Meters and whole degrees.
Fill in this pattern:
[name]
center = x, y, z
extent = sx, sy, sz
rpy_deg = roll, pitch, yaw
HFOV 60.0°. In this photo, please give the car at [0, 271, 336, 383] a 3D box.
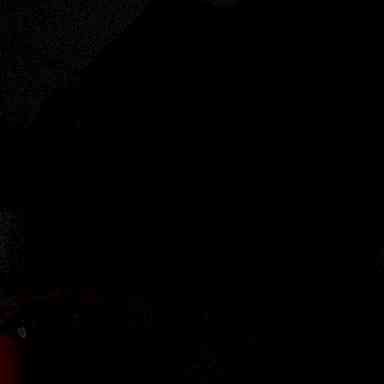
[car]
center = -0.926, 1.542, 3.451
extent = 4.507, 1.381, 1.887
rpy_deg = 0, 1, 36
